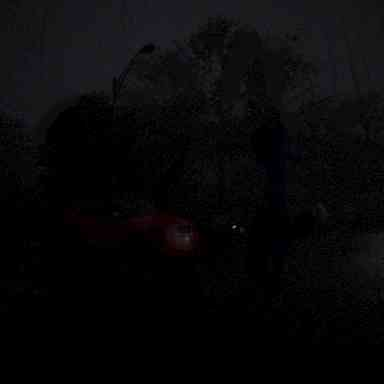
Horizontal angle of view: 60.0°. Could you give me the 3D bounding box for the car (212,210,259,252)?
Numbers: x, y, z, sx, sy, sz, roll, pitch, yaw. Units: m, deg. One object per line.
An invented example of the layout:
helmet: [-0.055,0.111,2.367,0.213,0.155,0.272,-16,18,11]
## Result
car: [-0.069,1.467,13.563,4.792,1.488,2.163,-1,0,34]

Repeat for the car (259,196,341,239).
car: [4.768,1.272,16.960,4.553,1.767,2.185,-1,0,34]

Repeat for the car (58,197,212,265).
car: [-2.415,1.205,11.825,5.566,2.045,2.435,-1,-1,34]

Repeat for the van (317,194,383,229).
van: [9.433,1.139,20.463,4.442,1.987,1.878,-1,0,34]

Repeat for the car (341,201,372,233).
car: [7.116,1.410,18.705,4.792,1.488,2.163,-1,0,34]
